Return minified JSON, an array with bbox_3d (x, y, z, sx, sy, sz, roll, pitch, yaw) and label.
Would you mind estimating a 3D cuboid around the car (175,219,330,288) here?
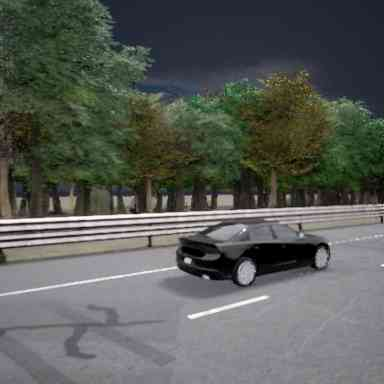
[{"bbox_3d":[1.910,1.505,9.433,5.008,1.535,1.882,0,0,-36],"label":"car"}]
